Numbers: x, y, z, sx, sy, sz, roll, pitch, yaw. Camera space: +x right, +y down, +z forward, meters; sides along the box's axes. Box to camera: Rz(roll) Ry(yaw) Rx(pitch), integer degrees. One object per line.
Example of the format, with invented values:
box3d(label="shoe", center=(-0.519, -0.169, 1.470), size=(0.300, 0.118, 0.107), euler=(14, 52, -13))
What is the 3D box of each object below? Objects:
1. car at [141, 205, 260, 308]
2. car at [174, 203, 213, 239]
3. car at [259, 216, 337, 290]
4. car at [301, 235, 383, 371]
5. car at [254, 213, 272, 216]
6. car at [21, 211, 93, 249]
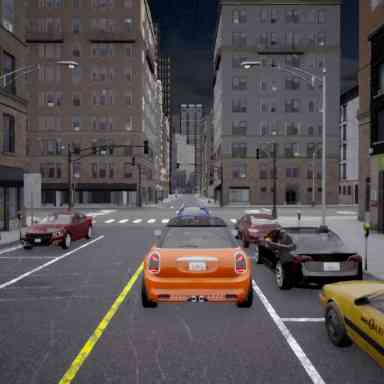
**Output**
box3d(label="car", center=(0.097, 1.350, 8.097), size=(2.097, 1.767, 4.553), euler=(0, 0, 0))
box3d(label="car", center=(0.099, 1.472, 18.385), size=(1.882, 1.535, 5.008), euler=(0, 0, 1))
box3d(label="car", center=(2.866, 1.563, 8.900), size=(1.947, 1.339, 4.313), euler=(-1, 0, 0))
box3d(label="car", center=(2.866, 1.524, 3.484), size=(1.752, 1.417, 4.829), euler=(-1, 0, 0))
box3d(label="car", center=(2.866, 1.577, 14.486), size=(1.802, 1.307, 4.206), euler=(-1, 0, 0))
box3d(label="car", center=(-5.679, 1.540, 14.483), size=(1.887, 1.381, 4.507), euler=(-1, 0, 0))
